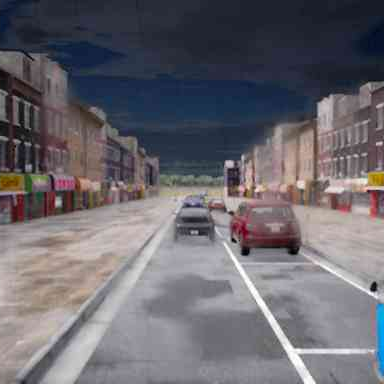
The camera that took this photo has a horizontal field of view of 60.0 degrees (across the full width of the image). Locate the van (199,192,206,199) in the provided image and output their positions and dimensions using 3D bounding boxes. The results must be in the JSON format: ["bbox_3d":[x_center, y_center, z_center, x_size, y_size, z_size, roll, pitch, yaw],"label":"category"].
[{"bbox_3d":[2.605,0.872,84.727,1.690,1.788,3.998,-1,0,0],"label":"van"}]

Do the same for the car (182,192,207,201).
[{"bbox_3d":[0.095,1.161,33.679,2.097,1.767,4.553,0,0,0],"label":"car"}]

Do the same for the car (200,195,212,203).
[{"bbox_3d":[2.613,1.216,62.599,1.947,1.339,4.313,-1,0,0],"label":"car"}]

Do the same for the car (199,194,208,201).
[{"bbox_3d":[2.612,1.172,73.664,1.802,1.307,4.206,-1,0,0],"label":"car"}]

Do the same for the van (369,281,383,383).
[{"bbox_3d":[2.616,1.331,1.741,1.690,1.788,3.998,-1,0,0],"label":"van"}]

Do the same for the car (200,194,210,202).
[{"bbox_3d":[2.613,1.186,68.131,1.947,1.339,4.313,-1,0,0],"label":"car"}]

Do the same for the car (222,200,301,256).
[{"bbox_3d":[2.614,1.242,12.806,2.192,1.841,5.009,-1,0,0],"label":"car"}]

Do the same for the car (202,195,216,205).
[{"bbox_3d":[2.614,1.261,51.534,2.008,1.369,4.403,-1,0,0],"label":"car"}]

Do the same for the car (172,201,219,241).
[{"bbox_3d":[0.098,1.412,16.164,1.837,1.490,4.892,0,0,0],"label":"car"}]

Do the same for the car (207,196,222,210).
[{"bbox_3d":[2.617,1.384,34.937,1.802,1.307,4.206,-1,0,0],"label":"car"}]

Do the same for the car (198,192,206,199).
[{"bbox_3d":[2.607,0.942,90.260,1.967,1.590,4.097,-1,0,0],"label":"car"}]
